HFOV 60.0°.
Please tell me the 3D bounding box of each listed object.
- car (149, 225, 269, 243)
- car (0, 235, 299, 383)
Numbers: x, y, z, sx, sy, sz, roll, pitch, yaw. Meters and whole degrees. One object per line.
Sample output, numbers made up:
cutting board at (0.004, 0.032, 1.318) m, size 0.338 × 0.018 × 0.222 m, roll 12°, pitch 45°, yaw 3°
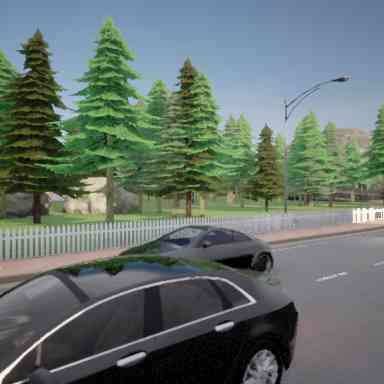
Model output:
car at (0.156, 1.564, 8.478) m, size 4.181 × 1.385 × 1.994 m, roll 0°, pitch 0°, yaw -36°
car at (-0.943, 1.505, 3.305) m, size 4.892 × 1.490 × 1.837 m, roll 0°, pitch 0°, yaw -37°
